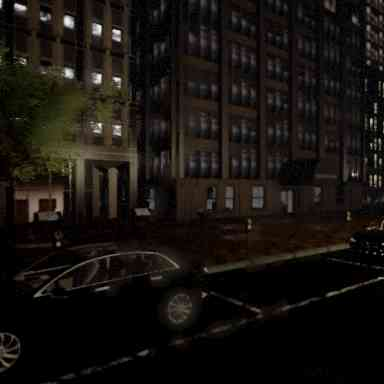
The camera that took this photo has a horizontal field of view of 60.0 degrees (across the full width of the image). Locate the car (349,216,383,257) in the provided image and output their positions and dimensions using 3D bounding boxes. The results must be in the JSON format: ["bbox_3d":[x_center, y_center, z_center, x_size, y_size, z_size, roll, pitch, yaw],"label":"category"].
[{"bbox_3d":[7.310,1.522,11.777,4.403,1.369,2.008,0,0,-35],"label":"car"}]

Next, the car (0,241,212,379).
[{"bbox_3d":[-1.682,1.547,5.363,4.403,1.369,2.008,0,0,-35],"label":"car"}]
